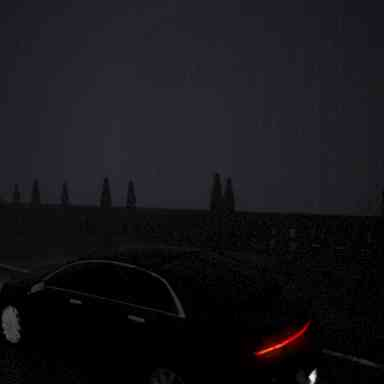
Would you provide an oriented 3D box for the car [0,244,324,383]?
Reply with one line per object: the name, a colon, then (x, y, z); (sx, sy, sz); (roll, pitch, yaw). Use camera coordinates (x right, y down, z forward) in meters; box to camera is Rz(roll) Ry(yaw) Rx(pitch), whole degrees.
car: (-0.817, 1.497, 4.574); (4.892, 1.490, 1.837); (0, 0, 35)
